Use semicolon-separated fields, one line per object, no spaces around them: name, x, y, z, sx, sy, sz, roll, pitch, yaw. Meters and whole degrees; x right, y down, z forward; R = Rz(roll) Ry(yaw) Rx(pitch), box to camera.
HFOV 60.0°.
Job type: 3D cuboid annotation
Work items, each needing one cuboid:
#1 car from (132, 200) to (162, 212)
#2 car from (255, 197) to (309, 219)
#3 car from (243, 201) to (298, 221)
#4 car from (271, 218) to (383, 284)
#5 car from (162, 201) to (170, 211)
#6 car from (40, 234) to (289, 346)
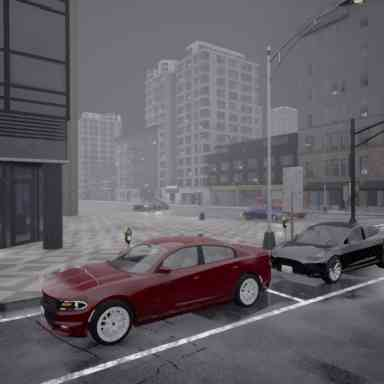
car;-6.594;1.897;46.680;2.097;1.767;4.553;0;0;-35
car;8.196;1.492;31.371;2.150;2.045;5.566;0;0;-35
car;6.330;1.796;28.385;1.812;1.442;4.674;0;-1;-35
car;4.159;1.564;9.619;4.313;1.339;1.947;0;0;-36
car;-5.158;2.060;50.293;1.837;1.490;4.892;0;-1;-35
car;-0.436;1.544;6.342;4.507;1.381;1.887;0;0;-36
